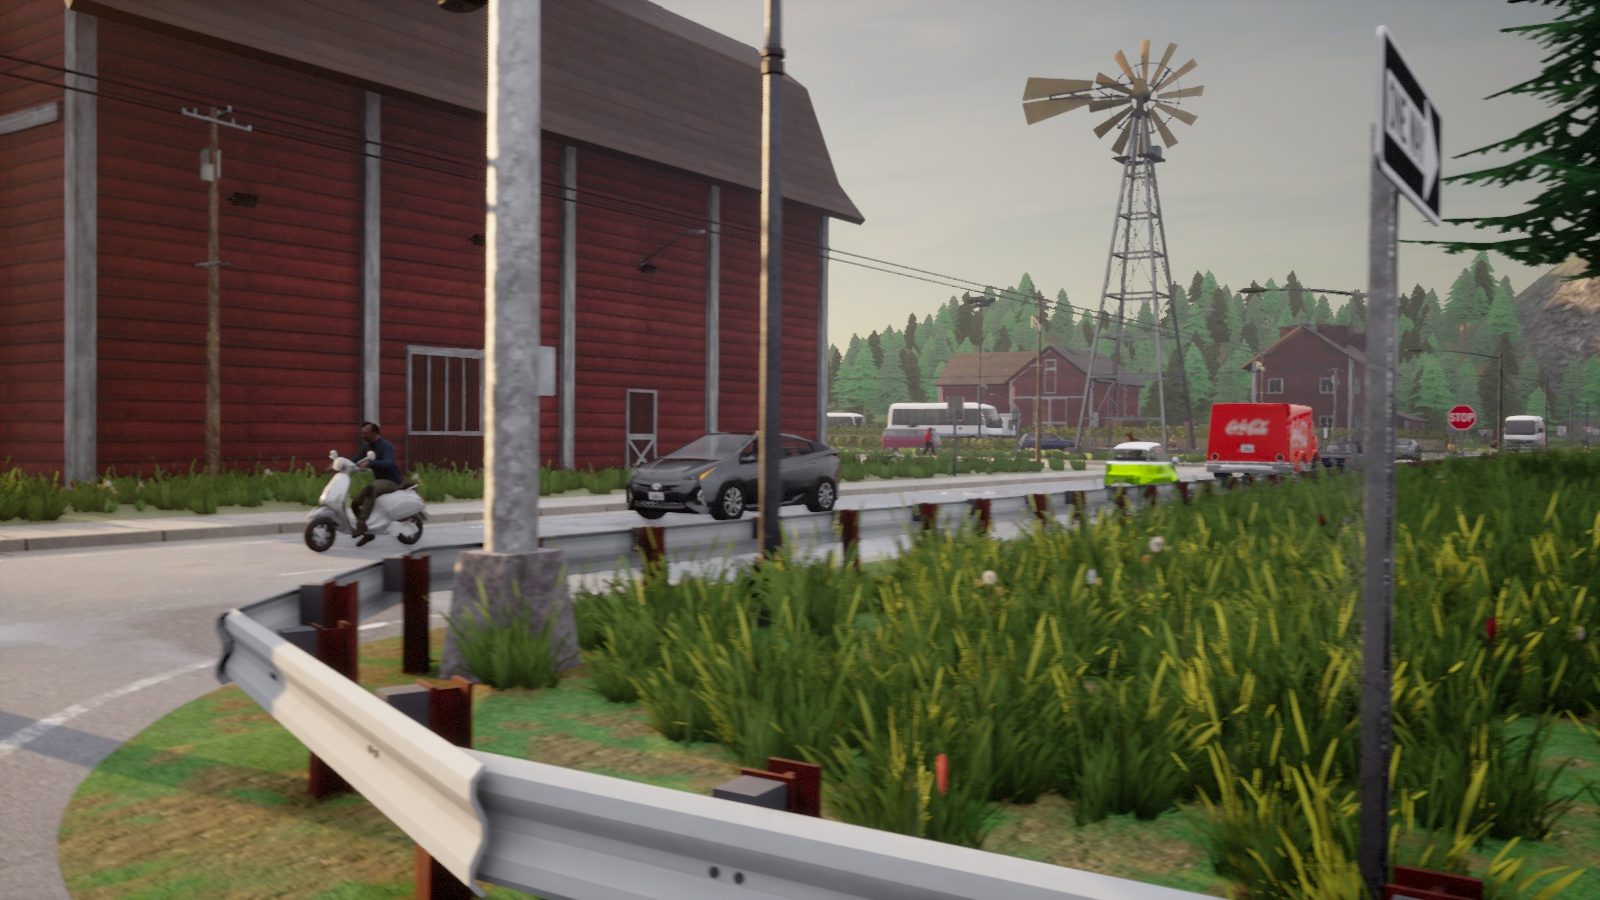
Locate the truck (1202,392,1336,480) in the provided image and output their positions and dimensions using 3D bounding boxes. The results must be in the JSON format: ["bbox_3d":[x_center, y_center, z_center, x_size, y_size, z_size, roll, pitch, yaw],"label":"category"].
[{"bbox_3d":[14.342,-0.393,38.213,2.627,2.467,5.204,0,0,35],"label":"truck"}]

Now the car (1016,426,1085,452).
[{"bbox_3d":[17.721,-0.759,88.999,4.553,1.767,2.097,-1,1,2],"label":"car"}]

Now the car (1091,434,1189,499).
[{"bbox_3d":[7.793,0.349,28.707,1.481,1.376,2.207,0,2,35],"label":"car"}]

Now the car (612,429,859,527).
[{"bbox_3d":[-1.005,0.412,22.104,2.007,1.525,4.514,0,1,35],"label":"car"}]

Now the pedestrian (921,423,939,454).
[{"bbox_3d":[7.800,-0.685,75.258,0.899,1.844,0.634,0,1,33],"label":"pedestrian"}]

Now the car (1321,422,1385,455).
[{"bbox_3d":[28.816,-0.618,65.399,2.152,1.651,5.027,0,1,34],"label":"car"}]

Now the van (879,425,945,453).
[{"bbox_3d":[8.207,-0.819,92.045,4.442,1.987,1.775,0,1,34],"label":"van"}]

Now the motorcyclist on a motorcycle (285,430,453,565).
[{"bbox_3d":[-5.372,0.545,15.764,0.866,1.590,1.817,0,1,35],"label":"motorcyclist on a motorcycle"}]

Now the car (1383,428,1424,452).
[{"bbox_3d":[37.511,-0.634,78.028,1.845,1.501,3.633,0,1,34],"label":"car"}]

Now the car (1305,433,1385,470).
[{"bbox_3d":[20.572,0.027,47.260,1.895,1.301,4.718,0,1,34],"label":"car"}]
